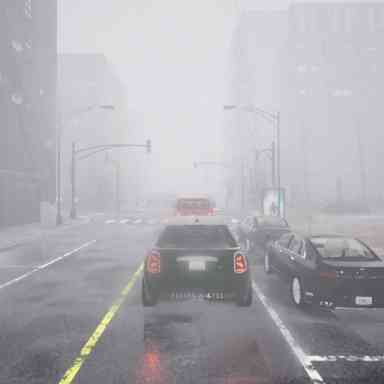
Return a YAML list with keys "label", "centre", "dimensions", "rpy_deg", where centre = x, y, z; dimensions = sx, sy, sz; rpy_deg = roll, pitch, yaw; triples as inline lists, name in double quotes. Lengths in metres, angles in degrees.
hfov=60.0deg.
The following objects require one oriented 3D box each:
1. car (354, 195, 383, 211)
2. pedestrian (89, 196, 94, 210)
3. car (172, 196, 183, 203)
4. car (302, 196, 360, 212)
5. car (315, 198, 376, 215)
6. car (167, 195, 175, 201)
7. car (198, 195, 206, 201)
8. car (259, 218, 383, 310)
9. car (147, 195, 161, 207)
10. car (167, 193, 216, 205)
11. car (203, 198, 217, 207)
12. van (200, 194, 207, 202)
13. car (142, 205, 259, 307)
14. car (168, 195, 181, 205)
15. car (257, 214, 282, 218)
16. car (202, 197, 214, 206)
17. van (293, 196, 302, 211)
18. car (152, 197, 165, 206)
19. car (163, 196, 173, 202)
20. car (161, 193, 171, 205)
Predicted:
- label: "car"
  centre: [19.290, 1.228, 38.198]
  dimensions: [5.009, 1.841, 2.192]
  rpy_deg: [0, 0, 0]
- label: "pedestrian"
  centre: [-12.529, 1.348, 41.381]
  dimensions: [0.375, 1.860, 0.375]
  rpy_deg: [0, 0, 0]
- label: "car"
  centre: [-3.001, 1.553, 70.748]
  dimensions: [2.128, 1.511, 4.902]
  rpy_deg: [0, 0, 0]
- label: "car"
  centre: [14.778, 1.415, 35.647]
  dimensions: [4.892, 1.490, 1.837]
  rpy_deg: [0, -1, 0]
- label: "car"
  centre: [13.703, 1.413, 29.856]
  dimensions: [4.206, 1.307, 1.802]
  rpy_deg: [0, 0, 0]
- label: "car"
  centre: [-5.681, 1.603, 90.454]
  dimensions: [1.947, 1.339, 4.313]
  rpy_deg: [1, 0, 0]
- label: "car"
  centre: [2.700, 1.582, 90.414]
  dimensions: [1.887, 1.381, 4.507]
  rpy_deg: [1, 0, 0]
- label: "car"
  centre: [2.831, 1.553, 7.654]
  dimensions: [2.008, 1.369, 4.403]
  rpy_deg: [1, 0, 0]
- label: "car"
  centre: [-5.676, 1.334, 51.457]
  dimensions: [2.192, 1.841, 5.009]
  rpy_deg: [1, 0, 0]
- label: "car"
  centre: [0.087, 1.228, 17.622]
  dimensions: [2.150, 2.045, 5.566]
  rpy_deg: [0, 0, 0]
- label: "car"
  centre: [2.700, 1.585, 51.417]
  dimensions: [1.947, 1.339, 4.313]
  rpy_deg: [1, 0, 0]
- label: "van"
  centre: [2.702, 1.373, 79.274]
  dimensions: [1.690, 1.788, 3.998]
  rpy_deg: [1, 0, 0]
- label: "car"
  centre: [0.100, 1.354, 8.152]
  dimensions: [2.097, 1.767, 4.553]
  rpy_deg: [0, 0, 0]
- label: "car"
  centre: [-3.069, 1.375, 60.677]
  dimensions: [2.097, 1.767, 4.553]
  rpy_deg: [0, 0, 0]
- label: "car"
  centre: [2.830, 1.555, 13.224]
  dimensions: [2.008, 1.369, 4.403]
  rpy_deg: [1, 0, 0]
- label: "car"
  centre: [2.700, 1.603, 56.988]
  dimensions: [1.802, 1.307, 4.206]
  rpy_deg: [1, 0, 0]
- label: "van"
  centre: [13.763, 1.296, 38.237]
  dimensions: [3.998, 1.788, 1.690]
  rpy_deg: [0, 0, 0]
- label: "car"
  centre: [-5.680, 1.566, 57.028]
  dimensions: [1.887, 1.381, 4.507]
  rpy_deg: [1, 0, 0]
- label: "car"
  centre: [-5.680, 1.598, 79.312]
  dimensions: [1.947, 1.339, 4.313]
  rpy_deg: [1, 0, 0]
- label: "car"
  centre: [-3.121, 1.240, 51.108]
  dimensions: [2.150, 2.045, 5.566]
  rpy_deg: [0, 0, 0]
